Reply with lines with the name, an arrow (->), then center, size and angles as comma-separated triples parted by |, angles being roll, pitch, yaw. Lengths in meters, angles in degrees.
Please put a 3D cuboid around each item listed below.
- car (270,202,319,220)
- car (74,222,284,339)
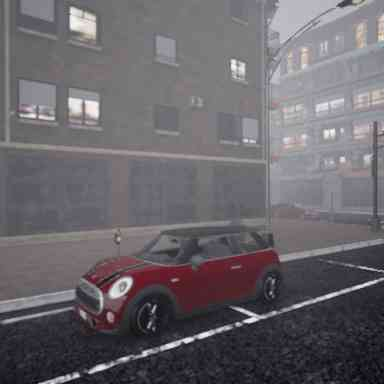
car -> 8.348, 1.525, 27.307 | 1.802, 1.307, 4.206 | 0, 0, -35
car -> -0.129, 1.448, 6.527 | 4.097, 1.590, 1.967 | 0, 0, -35
